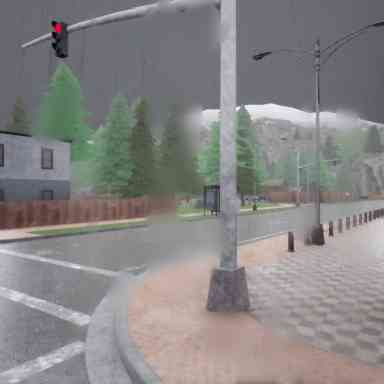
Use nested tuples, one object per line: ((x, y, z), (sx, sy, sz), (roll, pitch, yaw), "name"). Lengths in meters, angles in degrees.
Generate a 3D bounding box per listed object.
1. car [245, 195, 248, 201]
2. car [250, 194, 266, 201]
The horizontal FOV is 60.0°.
((13.046, 1.146, 77.459), (1.905, 1.878, 3.866), (0, 0, 36), "car")
((15.311, 1.144, 76.300), (1.932, 1.855, 4.605), (0, 0, 36), "car")
